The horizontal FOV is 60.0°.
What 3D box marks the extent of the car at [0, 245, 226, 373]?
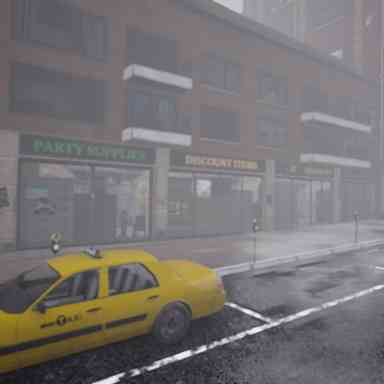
[{"bbox_3d":[-1.705,1.517,4.851,4.829,1.417,1.752,0,2,-35],"label":"car"}]
